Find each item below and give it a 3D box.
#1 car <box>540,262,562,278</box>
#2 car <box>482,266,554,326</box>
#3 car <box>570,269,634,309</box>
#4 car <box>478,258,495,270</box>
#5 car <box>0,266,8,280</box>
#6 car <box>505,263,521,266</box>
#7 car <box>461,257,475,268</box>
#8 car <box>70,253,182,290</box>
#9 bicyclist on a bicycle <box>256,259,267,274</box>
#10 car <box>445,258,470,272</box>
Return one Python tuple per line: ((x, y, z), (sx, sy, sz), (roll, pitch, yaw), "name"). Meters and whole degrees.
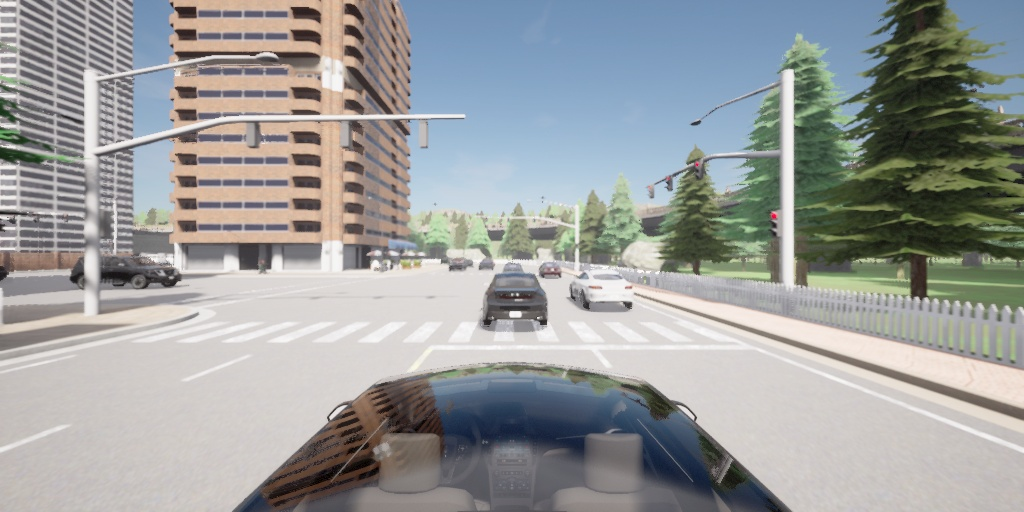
((3.589, 1.283, 34.340), (2.033, 1.411, 5.357), (0, 0, 0), "car")
((0.093, 1.251, 11.603), (1.837, 1.490, 4.892), (0, 0, 0), "car")
((3.595, 1.271, 14.889), (1.812, 1.442, 4.674), (0, 0, 0), "car")
((-3.595, 1.291, 50.506), (1.994, 1.385, 4.181), (0, 0, 0), "car")
((-45.100, 1.298, 29.736), (4.892, 1.490, 1.837), (0, 0, 0), "car")
((0.087, 1.294, 31.799), (2.033, 1.411, 5.357), (0, 0, 0), "car")
((-7.366, 1.229, 60.246), (1.837, 1.490, 4.892), (0, 0, -5), "car")
((-24.292, 1.018, 22.681), (5.566, 2.045, 2.150), (0, 0, 0), "car")
((-25.908, 1.090, 37.140), (0.582, 1.620, 1.656), (0, 0, 0), "bicyclist on a bicycle")
((-7.096, 1.330, 47.037), (1.895, 1.301, 4.718), (0, 0, 0), "car")
